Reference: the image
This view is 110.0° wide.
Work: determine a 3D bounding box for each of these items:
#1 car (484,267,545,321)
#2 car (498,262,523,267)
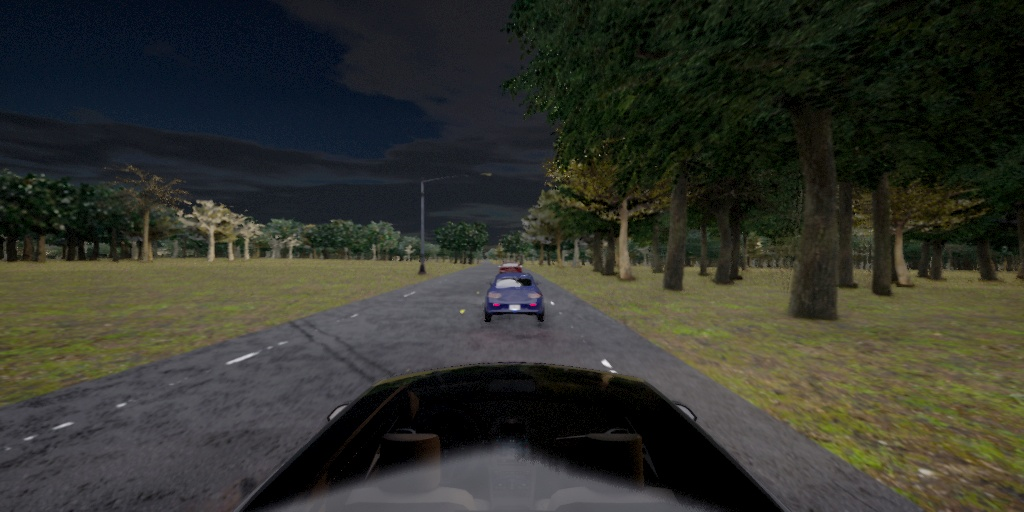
[{"bbox_3d":[0.069,1.272,12.346,1.812,1.442,4.674,0,0,0],"label":"car"},{"bbox_3d":[-0.123,1.225,30.397,1.882,1.535,5.008,0,0,-1],"label":"car"}]
